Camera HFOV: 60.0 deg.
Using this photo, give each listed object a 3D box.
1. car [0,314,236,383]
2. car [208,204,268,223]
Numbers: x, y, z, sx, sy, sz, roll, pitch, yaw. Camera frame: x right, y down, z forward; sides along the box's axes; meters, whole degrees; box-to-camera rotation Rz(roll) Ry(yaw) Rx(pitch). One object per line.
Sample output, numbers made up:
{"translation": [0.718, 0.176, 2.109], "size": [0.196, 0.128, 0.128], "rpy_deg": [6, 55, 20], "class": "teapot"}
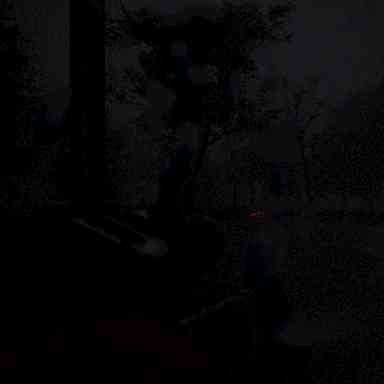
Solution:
{"translation": [-1.931, 1.630, 2.087], "size": [4.718, 1.301, 1.895], "rpy_deg": [0, 0, -33], "class": "car"}
{"translation": [3.625, 1.719, 27.028], "size": [2.033, 1.411, 5.357], "rpy_deg": [0, 0, -37], "class": "car"}
